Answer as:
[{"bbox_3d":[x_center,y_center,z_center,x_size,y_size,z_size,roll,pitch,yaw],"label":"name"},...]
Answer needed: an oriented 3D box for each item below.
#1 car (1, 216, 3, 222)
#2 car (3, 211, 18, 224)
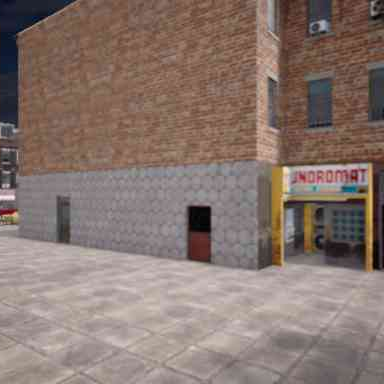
[{"bbox_3d":[-17.977,1.868,25.683,2.192,1.841,5.009,-1,-2,36],"label":"car"},{"bbox_3d":[-14.646,2.183,30.322,1.752,1.417,4.829,-1,-2,36],"label":"car"}]
